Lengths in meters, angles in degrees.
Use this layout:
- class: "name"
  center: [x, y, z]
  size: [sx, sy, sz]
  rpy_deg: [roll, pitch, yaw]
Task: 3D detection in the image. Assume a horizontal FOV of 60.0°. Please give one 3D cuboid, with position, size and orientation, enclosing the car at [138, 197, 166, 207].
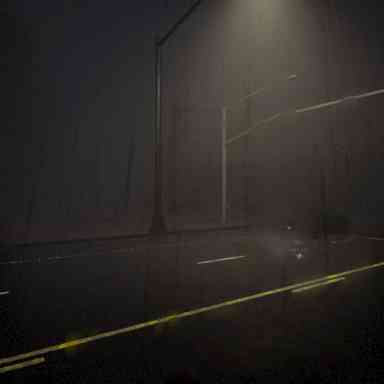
- class: "car"
  center: [-5.821, 1.478, 50.833]
  size: [1.882, 1.535, 5.008]
  rpy_deg: [0, 0, -35]

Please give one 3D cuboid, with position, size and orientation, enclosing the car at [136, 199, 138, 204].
- class: "car"
  center: [-8.638, 1.564, 61.031]
  size: [1.994, 1.385, 4.181]
  rpy_deg: [0, 0, -35]

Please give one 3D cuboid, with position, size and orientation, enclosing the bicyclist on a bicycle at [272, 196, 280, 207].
- class: "bicyclist on a bicycle"
  center: [11.471, 1.303, 45.507]
  size: [1.656, 1.620, 0.582]
  rpy_deg: [0, 0, -36]

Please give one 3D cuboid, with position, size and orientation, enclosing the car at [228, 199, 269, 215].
- class: "car"
  center: [5.830, 1.491, 34.508]
  size: [2.128, 1.511, 4.902]
  rpy_deg: [0, 0, -36]

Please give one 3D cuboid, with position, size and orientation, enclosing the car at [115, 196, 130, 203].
- class: "car"
  center: [-14.451, 1.468, 69.080]
  size: [1.812, 1.442, 4.674]
  rpy_deg: [0, 0, -36]

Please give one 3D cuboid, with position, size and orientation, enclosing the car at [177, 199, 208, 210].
- class: "car"
  center: [0.045, 1.601, 42.607]
  size: [1.895, 1.301, 4.718]
  rpy_deg: [0, 0, -36]

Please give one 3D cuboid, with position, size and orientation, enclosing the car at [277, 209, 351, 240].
- class: "car"
  center: [6.285, 1.564, 17.031]
  size: [4.181, 1.385, 1.994]
  rpy_deg: [0, 0, -35]
